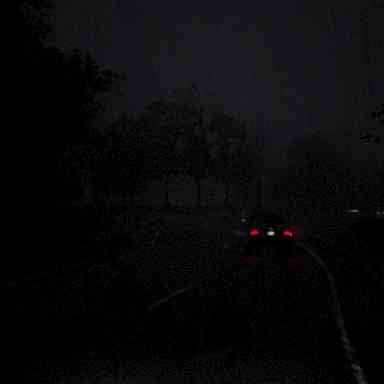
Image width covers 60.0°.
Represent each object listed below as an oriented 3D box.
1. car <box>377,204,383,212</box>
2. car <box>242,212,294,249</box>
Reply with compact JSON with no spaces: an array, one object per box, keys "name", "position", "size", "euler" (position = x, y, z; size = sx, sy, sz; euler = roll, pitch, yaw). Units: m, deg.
[{"name":"car","position":[30.118,2.363,50.402],"size":[4.892,1.490,1.837],"euler":[2,-1,-32]},{"name":"car","position":[3.243,1.575,14.723],"size":[2.033,1.411,5.357],"euler":[0,0,8]}]
